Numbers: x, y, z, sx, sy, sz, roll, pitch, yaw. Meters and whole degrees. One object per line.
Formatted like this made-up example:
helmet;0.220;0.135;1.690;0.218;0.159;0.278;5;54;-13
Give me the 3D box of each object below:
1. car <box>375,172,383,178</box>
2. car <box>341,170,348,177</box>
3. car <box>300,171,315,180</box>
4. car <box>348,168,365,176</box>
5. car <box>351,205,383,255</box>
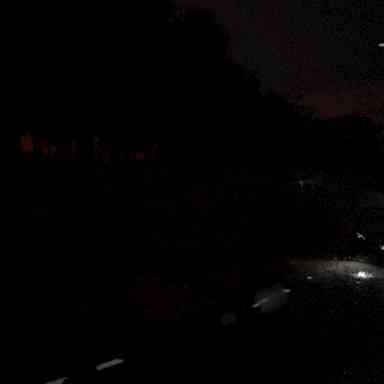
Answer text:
car;47.465;-4.264;82.800;4.892;1.490;1.837;-1;0;-38
car;32.826;-3.941;69.568;1.994;1.385;4.181;0;1;41
car;17.475;-2.459;50.167;1.895;1.301;4.718;0;5;23
car;30.788;-3.760;61.667;1.970;1.475;3.806;0;2;35
car;6.758;1.233;11.642;1.812;1.442;4.674;0;3;30
